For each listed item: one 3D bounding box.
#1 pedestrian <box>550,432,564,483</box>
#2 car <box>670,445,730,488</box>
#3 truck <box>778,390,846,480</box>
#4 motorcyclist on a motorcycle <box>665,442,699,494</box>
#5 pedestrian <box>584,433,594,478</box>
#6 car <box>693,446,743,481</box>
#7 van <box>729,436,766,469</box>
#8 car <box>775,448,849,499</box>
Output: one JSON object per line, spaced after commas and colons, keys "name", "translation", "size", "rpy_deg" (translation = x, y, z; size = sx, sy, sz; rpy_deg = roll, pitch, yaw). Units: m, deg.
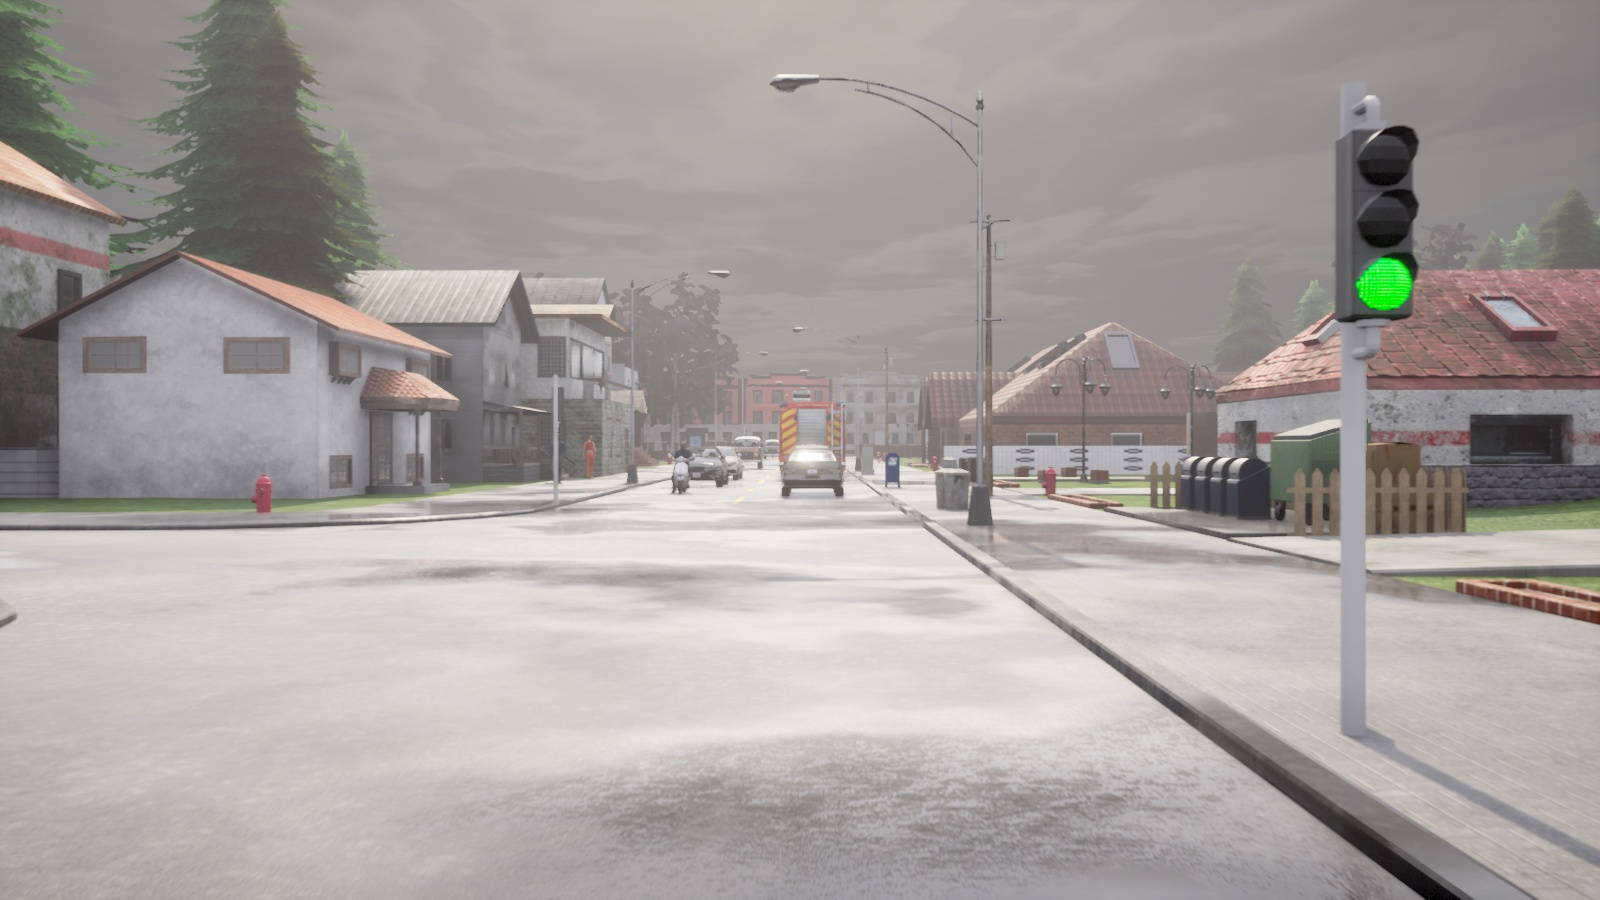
{"name": "pedestrian", "translation": [-8.795, 0.263, 45.382], "size": [0.370, 1.835, 0.726], "rpy_deg": [0, 0, 0]}
{"name": "car", "translation": [-3.567, 0.571, 45.458], "size": [1.816, 1.474, 4.193], "rpy_deg": [0, 0, 1]}
{"name": "truck", "translation": [0.548, -0.654, 57.734], "size": [2.891, 3.827, 8.468], "rpy_deg": [0, 0, 1]}
{"name": "motorcyclist on a motorcycle", "translation": [-3.636, 0.538, 38.747], "size": [0.866, 1.590, 1.817], "rpy_deg": [0, 0, 0]}
{"name": "pedestrian", "translation": [-8.742, 0.235, 52.083], "size": [0.345, 1.836, 0.594], "rpy_deg": [0, 0, -4]}
{"name": "car", "translation": [-3.488, 0.547, 54.210], "size": [1.812, 1.442, 4.674], "rpy_deg": [0, 0, 1]}
{"name": "van", "translation": [-3.261, 0.145, 78.471], "size": [2.069, 2.038, 4.480], "rpy_deg": [0, 0, 1]}
{"name": "car", "translation": [0.359, 0.641, 37.429], "size": [2.033, 1.411, 5.357], "rpy_deg": [0, 0, 0]}
